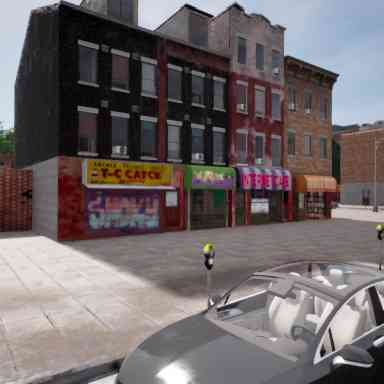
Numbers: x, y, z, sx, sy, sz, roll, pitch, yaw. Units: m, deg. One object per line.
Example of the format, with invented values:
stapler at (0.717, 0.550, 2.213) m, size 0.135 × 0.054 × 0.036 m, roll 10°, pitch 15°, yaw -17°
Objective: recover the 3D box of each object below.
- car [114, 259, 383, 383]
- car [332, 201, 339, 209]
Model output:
car at (1.312, 1.552, 3.734) m, size 4.403 × 1.369 × 2.008 m, roll 0°, pitch 0°, yaw -35°
car at (15.749, 1.374, 41.289) m, size 1.837 × 1.490 × 4.892 m, roll 0°, pitch 0°, yaw -36°
